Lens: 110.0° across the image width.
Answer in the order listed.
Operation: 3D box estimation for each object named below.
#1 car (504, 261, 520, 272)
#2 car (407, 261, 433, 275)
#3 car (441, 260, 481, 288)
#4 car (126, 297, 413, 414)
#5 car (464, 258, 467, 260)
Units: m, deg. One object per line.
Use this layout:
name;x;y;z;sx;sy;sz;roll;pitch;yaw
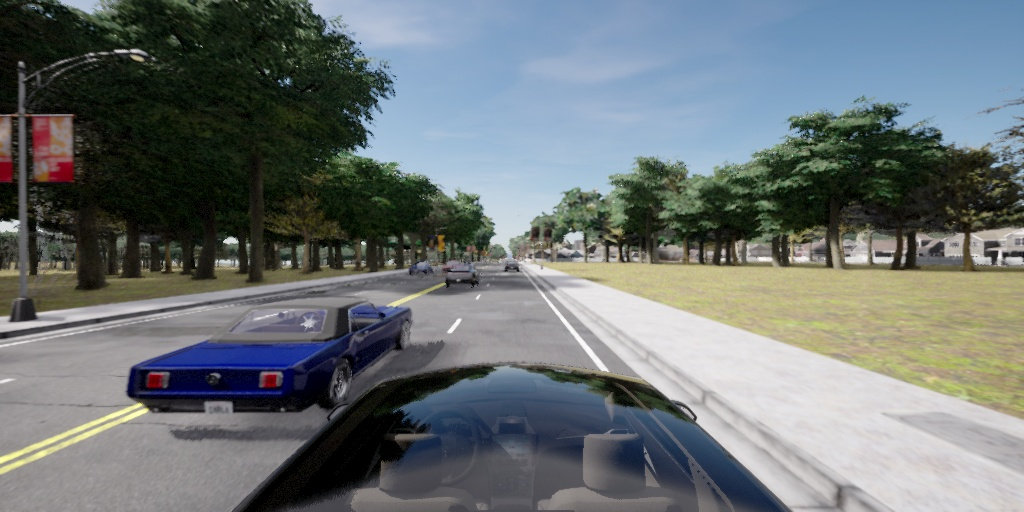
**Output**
car;0.005;1.335;48.246;1.812;1.442;4.674;0;0;0
car;-9.914;1.322;39.278;1.812;1.442;4.674;0;0;0
car;-3.193;1.260;23.846;2.128;1.511;4.902;0;0;0
car;-3.156;1.355;6.084;1.895;1.301;4.718;0;0;0
car;-6.665;1.274;40.444;1.882;1.535;5.008;0;0;0
